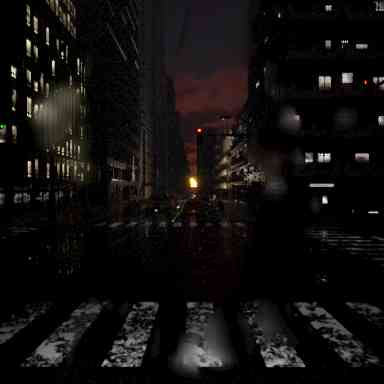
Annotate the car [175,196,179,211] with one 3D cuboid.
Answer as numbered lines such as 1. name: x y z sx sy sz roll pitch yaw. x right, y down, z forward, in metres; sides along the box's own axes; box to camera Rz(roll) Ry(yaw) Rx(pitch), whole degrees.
1. car: -3.016 1.210 41.594 2.150 2.045 5.566 0 0 0

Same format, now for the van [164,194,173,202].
1. van: -5.558 1.322 78.221 1.690 1.788 3.998 -1 0 0

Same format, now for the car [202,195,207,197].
1. car: 2.813 1.422 72.551 1.967 1.590 4.097 -1 0 0

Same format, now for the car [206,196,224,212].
1. car: 2.749 1.540 38.623 2.008 1.369 4.403 -1 0 0

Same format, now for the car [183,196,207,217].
1. car: 0.132 1.468 31.055 1.882 1.535 5.008 0 0 0

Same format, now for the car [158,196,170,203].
1. car: -5.576 1.528 66.911 1.887 1.381 4.507 -1 0 0

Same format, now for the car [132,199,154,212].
1. car: -5.631 1.555 38.639 1.947 1.339 4.313 -1 0 0

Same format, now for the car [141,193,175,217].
1. car: -3.045 1.212 31.115 2.150 2.045 5.566 0 0 0

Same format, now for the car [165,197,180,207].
1. car: -2.990 1.534 52.138 2.033 1.411 5.357 0 0 0

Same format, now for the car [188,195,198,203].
1. car: 0.193 1.488 70.928 2.128 1.511 4.902 0 0 0

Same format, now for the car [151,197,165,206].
1. car: -5.598 1.530 55.602 1.887 1.381 4.507 -1 0 0

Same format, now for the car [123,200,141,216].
1. car: -5.642 1.516 32.814 1.752 1.417 4.829 -1 0 0
